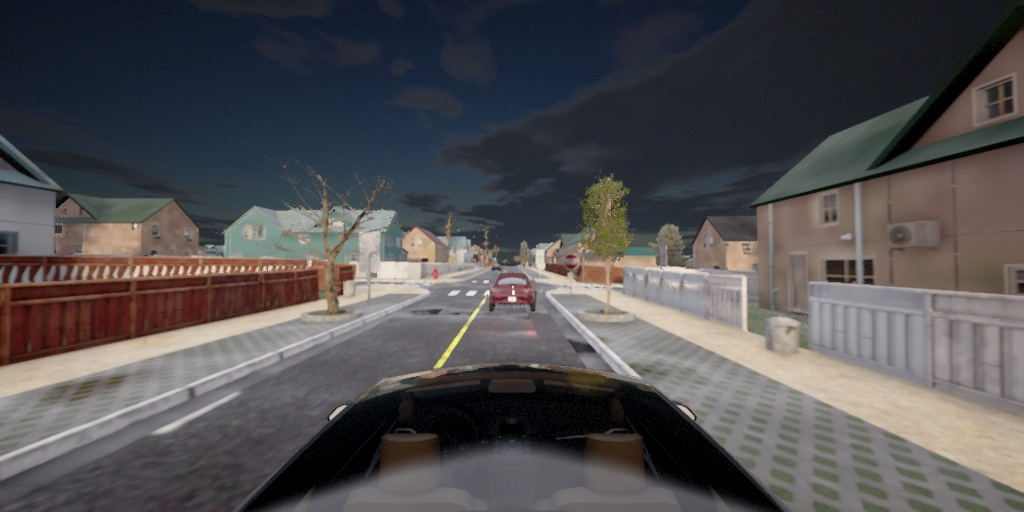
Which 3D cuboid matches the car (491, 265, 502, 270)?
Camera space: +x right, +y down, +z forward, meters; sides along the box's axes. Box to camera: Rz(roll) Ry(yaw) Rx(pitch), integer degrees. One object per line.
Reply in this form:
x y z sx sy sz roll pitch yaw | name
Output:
-2.754 2.204 64.411 1.895 1.301 4.718 0 -1 1 | car

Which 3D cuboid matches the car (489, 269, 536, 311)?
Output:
0.032 1.442 15.378 1.812 1.442 4.674 0 -1 1 | car
